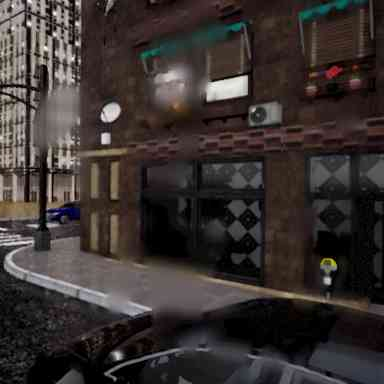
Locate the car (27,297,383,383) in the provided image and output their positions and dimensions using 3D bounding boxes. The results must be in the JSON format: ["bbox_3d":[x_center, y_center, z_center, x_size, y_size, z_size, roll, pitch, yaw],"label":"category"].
[{"bbox_3d":[0.549,1.547,2.492,4.313,1.339,1.947,1,0,35],"label":"car"}]

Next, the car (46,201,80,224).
[{"bbox_3d":[-8.030,1.357,22.985,1.812,1.442,4.674,1,0,33],"label":"car"}]
